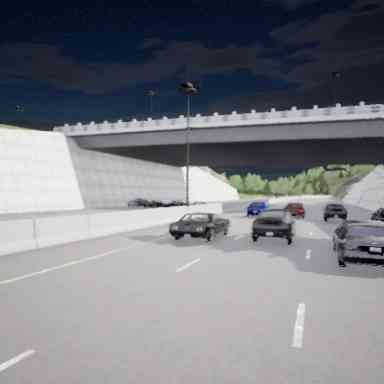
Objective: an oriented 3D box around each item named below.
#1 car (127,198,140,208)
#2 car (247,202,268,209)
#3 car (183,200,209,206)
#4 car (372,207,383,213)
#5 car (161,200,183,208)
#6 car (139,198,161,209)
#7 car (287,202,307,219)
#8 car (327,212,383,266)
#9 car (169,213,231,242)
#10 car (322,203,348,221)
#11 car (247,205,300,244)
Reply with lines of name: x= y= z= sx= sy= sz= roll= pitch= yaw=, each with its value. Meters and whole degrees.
car: x=-8.490 y=1.716 z=53.195 sx=2.128 sy=1.511 sz=4.902 roll=0 pitch=0 yaw=21
car: x=6.906 y=1.740 z=33.934 sx=1.882 sy=1.535 sz=5.008 roll=0 pitch=0 yaw=21
car: x=0.872 y=1.888 z=48.287 sx=1.895 sy=1.301 sz=4.718 roll=0 pitch=0 yaw=21
car: x=14.537 y=1.830 z=24.437 sx=2.033 sy=1.411 sz=5.357 roll=0 pitch=0 yaw=21
car: x=-2.404 y=1.863 z=49.515 sx=1.895 sy=1.301 sz=4.718 roll=0 pitch=0 yaw=21
car: x=-5.684 y=1.838 z=50.727 sx=1.895 sy=1.301 sz=4.718 roll=0 pitch=0 yaw=21
car: x=10.173 y=1.765 z=32.680 sx=1.882 sy=1.535 sz=5.008 roll=0 pitch=0 yaw=21
car: x=6.003 y=1.672 z=11.615 sx=2.033 sy=1.411 sz=5.357 roll=0 pitch=0 yaw=21
car: x=0.595 y=1.704 z=17.089 sx=1.895 sy=1.301 sz=4.718 roll=0 pitch=0 yaw=21
car: x=12.974 y=1.805 z=30.187 sx=1.837 sy=1.490 sz=4.892 roll=0 pitch=0 yaw=21
car: x=4.304 y=1.642 z=17.005 sx=1.837 sy=1.490 sz=4.892 roll=0 pitch=-1 yaw=21
